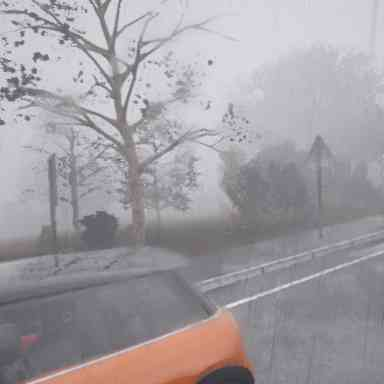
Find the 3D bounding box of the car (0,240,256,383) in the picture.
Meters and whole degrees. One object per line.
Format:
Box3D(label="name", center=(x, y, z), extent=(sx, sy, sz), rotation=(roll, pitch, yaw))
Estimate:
Box3D(label="car", center=(-1.713, 1.399, 2.441), extent=(4.553, 1.767, 2.097), rotation=(-2, 1, -35))
